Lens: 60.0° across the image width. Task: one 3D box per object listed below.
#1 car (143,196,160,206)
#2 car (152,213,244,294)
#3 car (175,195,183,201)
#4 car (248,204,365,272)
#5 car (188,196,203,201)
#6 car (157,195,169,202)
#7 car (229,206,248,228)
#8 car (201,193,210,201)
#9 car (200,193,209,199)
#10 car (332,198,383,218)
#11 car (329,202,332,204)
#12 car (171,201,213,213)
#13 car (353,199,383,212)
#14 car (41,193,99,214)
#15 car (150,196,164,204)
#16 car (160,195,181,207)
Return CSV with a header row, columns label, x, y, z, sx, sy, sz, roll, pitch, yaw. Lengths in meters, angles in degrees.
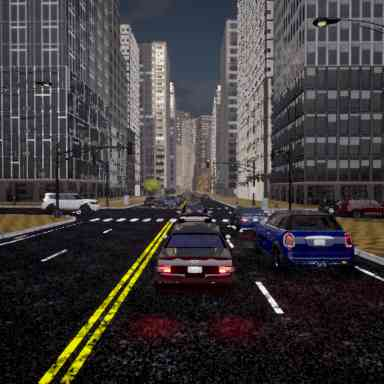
label,x,y,z,sx,sy,sz,roll,pitch,yaw
car,-6.493,1.466,52.442,1.837,1.490,4.892,0,0,0
car,0.110,1.543,8.923,2.033,1.411,5.357,0,0,1
car,-3.097,1.426,79.577,1.837,1.490,4.892,0,0,0
car,3.370,1.347,10.892,2.097,1.767,4.553,0,0,0
car,0.227,1.570,47.547,1.895,1.301,4.718,0,0,2
car,-6.360,1.475,72.992,2.033,1.411,5.357,0,0,0
car,3.390,1.536,20.277,2.033,1.411,5.357,0,0,0
car,3.409,1.392,81.763,1.882,1.535,5.008,0,0,0
car,3.429,1.093,92.152,2.097,1.767,4.553,0,0,0
car,16.260,1.517,30.950,5.009,1.841,2.192,1,0,1
car,16.485,1.614,36.758,4.892,1.490,1.837,0,1,-1
car,0.136,1.481,18.668,2.128,1.511,4.902,0,0,0
car,21.885,1.640,39.226,4.829,1.417,1.752,1,0,1
car,-12.530,1.122,34.344,5.566,2.045,2.150,0,1,-4
car,-6.440,1.497,62.322,2.033,1.411,5.357,0,0,0
car,-3.224,1.315,50.602,2.097,1.767,4.553,0,0,-1
